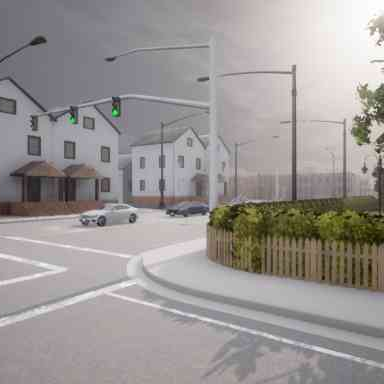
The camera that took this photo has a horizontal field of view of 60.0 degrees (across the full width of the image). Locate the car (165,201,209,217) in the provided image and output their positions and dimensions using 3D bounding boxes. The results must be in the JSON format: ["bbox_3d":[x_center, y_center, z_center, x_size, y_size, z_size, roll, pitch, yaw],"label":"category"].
[{"bbox_3d":[-0.210,1.547,31.400,2.033,1.411,5.357,0,0,35],"label":"car"}]

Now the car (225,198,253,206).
[{"bbox_3d":[5.668,1.491,39.888,2.128,1.511,4.902,0,0,35],"label":"car"}]

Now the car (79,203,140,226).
[{"bbox_3d":[-5.699,1.526,23.451,1.812,1.442,4.674,0,0,35],"label":"car"}]
